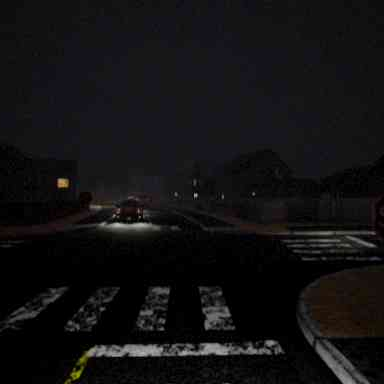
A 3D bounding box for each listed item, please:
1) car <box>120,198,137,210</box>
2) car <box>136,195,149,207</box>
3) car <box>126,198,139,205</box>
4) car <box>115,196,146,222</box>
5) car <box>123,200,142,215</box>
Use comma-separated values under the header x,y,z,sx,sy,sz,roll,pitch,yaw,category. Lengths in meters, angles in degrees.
x,y,z,sx,sy,sz,roll,pitch,yaw,category
-9.570,1.738,49.744,2.128,1.511,4.902,0,0,-15,car
-8.924,1.519,58.079,2.150,2.045,5.566,0,0,-17,car
-12.229,1.954,68.038,1.994,1.385,4.181,0,0,-20,car
-5.034,1.440,27.087,2.097,1.767,4.553,0,0,-8,car
-6.901,1.709,38.198,2.033,1.411,5.357,0,0,-11,car
